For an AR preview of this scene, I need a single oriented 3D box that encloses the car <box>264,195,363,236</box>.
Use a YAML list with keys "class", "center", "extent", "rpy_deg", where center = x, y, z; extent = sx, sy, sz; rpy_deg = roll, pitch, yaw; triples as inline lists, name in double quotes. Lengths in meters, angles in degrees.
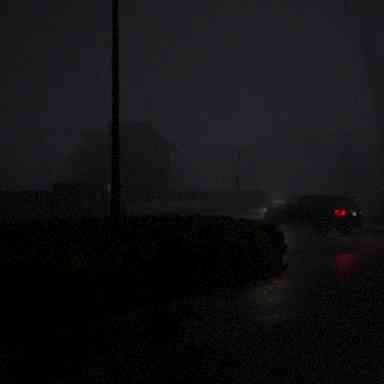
- class: "car"
  center: [6.532, 1.167, 18.561]
  extent: [2.150, 2.045, 5.566]
  rpy_deg: [0, 0, -32]
